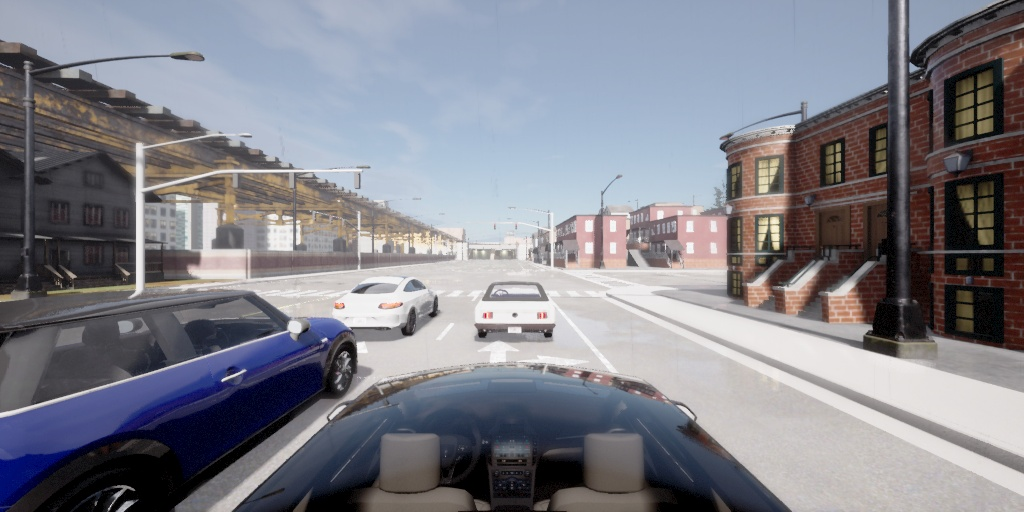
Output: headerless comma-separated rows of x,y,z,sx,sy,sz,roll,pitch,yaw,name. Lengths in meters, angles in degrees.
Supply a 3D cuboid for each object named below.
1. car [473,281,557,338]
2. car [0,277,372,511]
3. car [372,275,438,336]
0.105,1.351,10.184,1.895,1.301,4.718,0,0,1,car
-3.399,1.102,3.648,2.097,1.767,4.553,0,0,0,car
-3.398,1.276,10.292,1.812,1.442,4.674,0,0,0,car
